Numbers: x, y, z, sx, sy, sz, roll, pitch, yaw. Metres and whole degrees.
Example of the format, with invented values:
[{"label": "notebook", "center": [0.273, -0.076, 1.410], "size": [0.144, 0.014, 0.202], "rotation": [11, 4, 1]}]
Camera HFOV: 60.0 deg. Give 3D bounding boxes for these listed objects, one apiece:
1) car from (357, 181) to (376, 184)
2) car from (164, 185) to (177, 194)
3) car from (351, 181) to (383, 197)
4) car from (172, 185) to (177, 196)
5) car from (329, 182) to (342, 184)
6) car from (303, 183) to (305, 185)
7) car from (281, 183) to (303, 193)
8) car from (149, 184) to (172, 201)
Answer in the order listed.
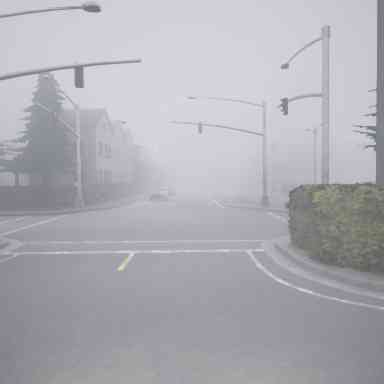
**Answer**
[{"label": "car", "center": [19.010, -0.176, 34.213], "size": [1.905, 1.878, 3.866], "rotation": [-1, 2, 0]}, {"label": "car", "center": [-3.729, -0.508, 58.164], "size": [1.837, 1.490, 4.892], "rotation": [-1, 2, 0]}, {"label": "car", "center": [22.254, -0.461, 42.094], "size": [1.932, 1.855, 4.605], "rotation": [-1, 2, 0]}, {"label": "car", "center": [-3.742, -0.305, 47.780], "size": [2.097, 1.767, 4.553], "rotation": [-1, 2, 0]}, {"label": "car", "center": [25.298, -1.034, 59.485], "size": [2.152, 1.636, 5.027], "rotation": [-1, 2, 0]}, {"label": "car", "center": [18.884, -0.872, 59.132], "size": [1.970, 1.475, 3.806], "rotation": [-1, 2, 0]}, {"label": "car", "center": [15.261, -0.525, 52.070], "size": [2.007, 1.523, 4.514], "rotation": [-1, 2, 0]}, {"label": "car", "center": [-3.722, 0.163, 37.762], "size": [1.882, 1.535, 5.008], "rotation": [-1, 2, 0]}]
